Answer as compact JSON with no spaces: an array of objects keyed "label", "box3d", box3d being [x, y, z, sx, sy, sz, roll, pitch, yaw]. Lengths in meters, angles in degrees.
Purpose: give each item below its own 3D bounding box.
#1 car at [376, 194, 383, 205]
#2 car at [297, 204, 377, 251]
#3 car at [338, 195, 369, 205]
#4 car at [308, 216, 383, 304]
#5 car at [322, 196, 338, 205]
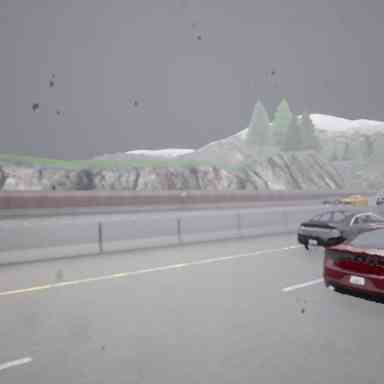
[{"label":"car","box3d":[27.319,0.943,45.414,5.566,2.045,2.150,0,0,-39]},{"label":"car","box3d":[5.962,1.424,12.333,4.902,1.511,2.128,0,0,-35]},{"label":"car","box3d":[22.826,1.217,46.325,5.008,1.535,1.882,0,0,-38]},{"label":"car","box3d":[4.997,1.430,7.381,5.008,1.535,1.882,0,0,-35]},{"label":"car","box3d":[21.115,1.301,49.435,4.181,1.385,1.994,0,0,-38]}]
